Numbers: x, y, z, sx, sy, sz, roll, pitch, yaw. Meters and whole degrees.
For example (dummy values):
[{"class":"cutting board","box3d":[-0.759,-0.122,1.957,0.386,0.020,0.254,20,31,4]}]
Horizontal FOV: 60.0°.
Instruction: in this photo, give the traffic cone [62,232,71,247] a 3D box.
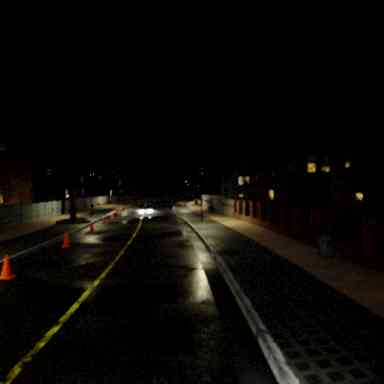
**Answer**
[{"class":"traffic cone","box3d":[-5.169,1.954,13.674,0.340,0.580,0.340,0,0,-4]}]

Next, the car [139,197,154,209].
[{"class":"car","box3d":[-6.076,1.462,44.763,2.128,1.511,4.902,0,0,-3]}]

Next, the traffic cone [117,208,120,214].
[{"class":"traffic cone","box3d":[-7.396,1.946,33.478,0.340,0.580,0.340,0,0,-6]}]

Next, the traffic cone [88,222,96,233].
[{"class":"traffic cone","box3d":[-5.597,1.953,18.596,0.340,0.580,0.340,0,0,-6]}]

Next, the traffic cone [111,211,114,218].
[{"class":"traffic cone","box3d":[-6.803,1.950,28.450,0.340,0.580,0.340,0,0,-7]}]

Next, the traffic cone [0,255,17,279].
[{"class":"traffic cone","box3d":[-4.862,1.956,8.742,0.340,0.580,0.340,0,0,-3]}]
